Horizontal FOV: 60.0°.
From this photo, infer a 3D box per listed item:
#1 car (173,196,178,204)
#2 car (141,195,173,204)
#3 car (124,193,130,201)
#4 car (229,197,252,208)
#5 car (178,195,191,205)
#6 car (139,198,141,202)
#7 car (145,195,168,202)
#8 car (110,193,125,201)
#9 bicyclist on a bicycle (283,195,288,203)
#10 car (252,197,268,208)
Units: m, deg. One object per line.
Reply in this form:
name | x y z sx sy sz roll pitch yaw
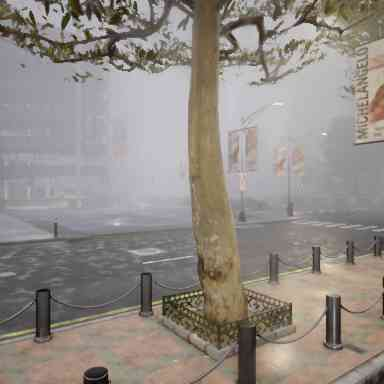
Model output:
car | -3.234 1.491 64.982 4.902 1.511 2.128 0 0 44
car | -6.645 1.547 63.391 5.357 1.411 2.033 0 0 41
car | -17.888 1.165 81.215 5.566 2.045 2.150 0 0 11
car | 5.660 1.547 48.129 2.033 1.411 5.357 0 0 -36
car | 0.177 1.352 55.536 2.097 1.767 4.553 0 0 -38
car | -9.545 1.524 74.216 4.674 1.442 1.812 0 0 26
car | -8.332 1.525 77.517 4.902 1.511 2.128 0 0 26
car | -18.821 1.545 77.841 4.718 1.301 1.895 0 0 11
bicyclist on a bicycle | 17.566 1.300 62.343 1.656 1.620 0.582 0 0 -36
car | 8.967 1.478 49.519 1.882 1.535 5.008 0 0 -37
